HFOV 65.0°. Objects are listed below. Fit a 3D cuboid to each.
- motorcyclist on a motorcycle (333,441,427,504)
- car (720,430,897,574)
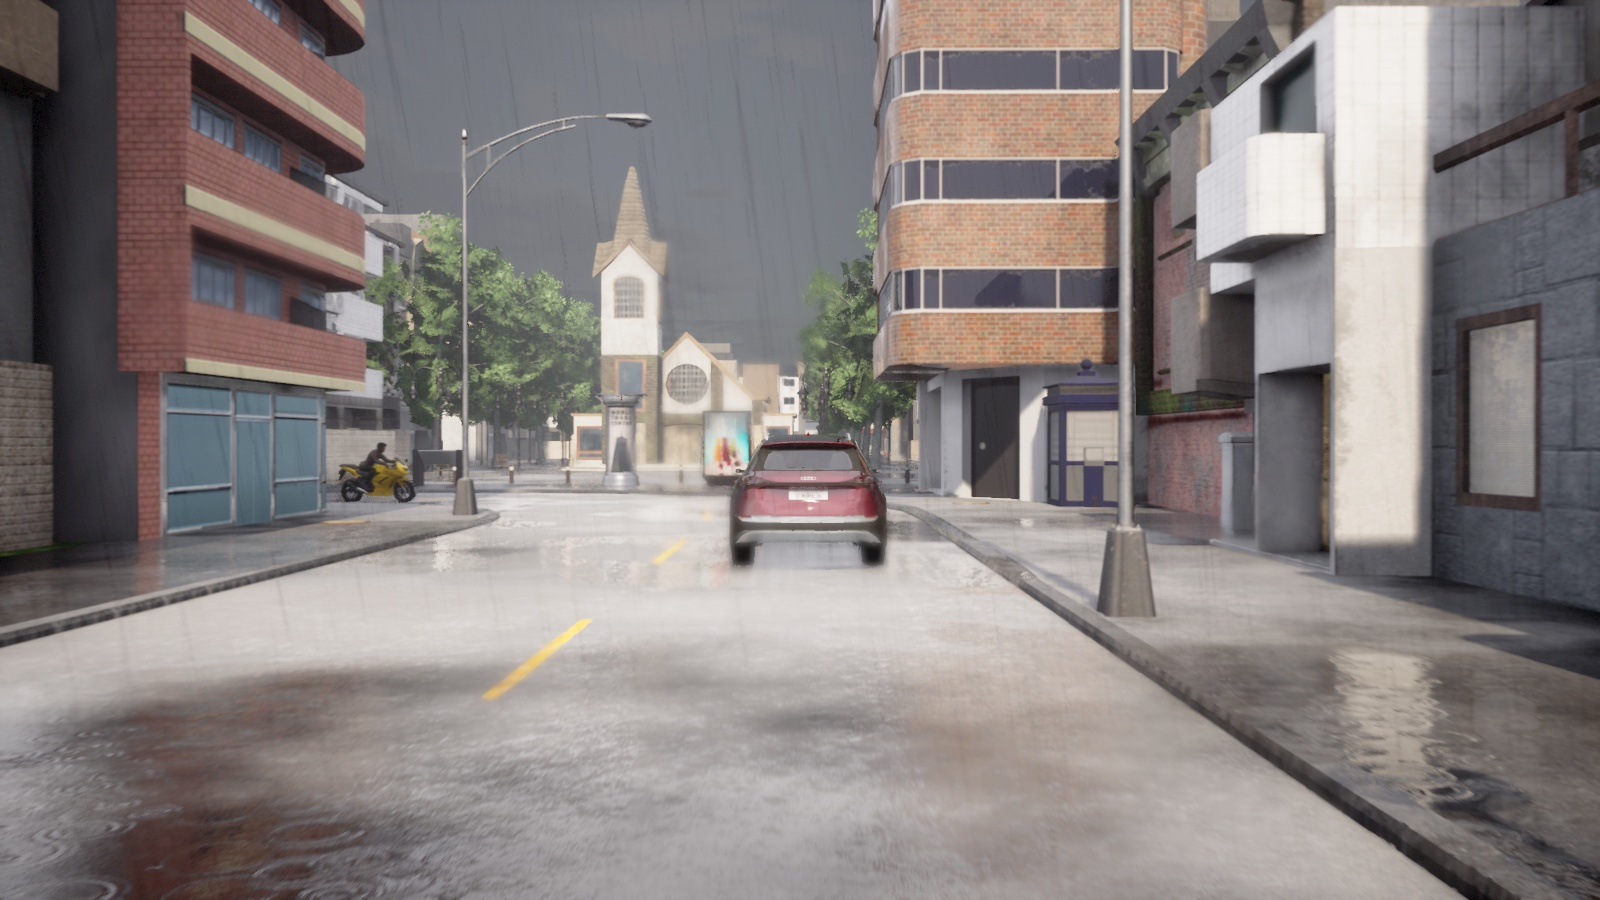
[{"bbox_3d":[-10.430,0.545,31.200,2.044,1.523,0.797,0,2,10],"label":"motorcyclist on a motorcycle"},{"bbox_3d":[0.108,0.582,16.843,2.033,1.649,4.856,0,0,0],"label":"car"}]
